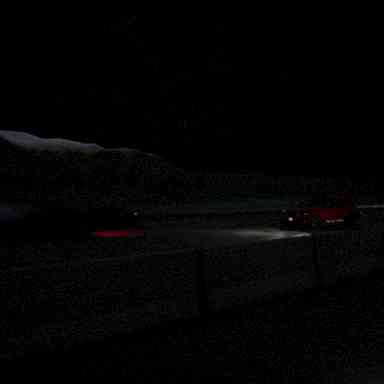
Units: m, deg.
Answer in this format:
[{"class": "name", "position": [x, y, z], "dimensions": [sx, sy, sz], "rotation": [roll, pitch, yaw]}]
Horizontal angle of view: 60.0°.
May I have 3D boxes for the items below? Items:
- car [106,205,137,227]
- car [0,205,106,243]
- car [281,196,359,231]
[{"class": "car", "position": [-5.607, 1.552, 21.116], "dimensions": [4.181, 1.385, 1.994], "rotation": [0, 0, -33]}, {"class": "car", "position": [-7.044, 1.451, 15.982], "dimensions": [5.008, 1.535, 1.882], "rotation": [0, 0, -34]}, {"class": "car", "position": [8.324, 1.296, 21.390], "dimensions": [5.566, 2.045, 2.150], "rotation": [0, 0, -30]}]
